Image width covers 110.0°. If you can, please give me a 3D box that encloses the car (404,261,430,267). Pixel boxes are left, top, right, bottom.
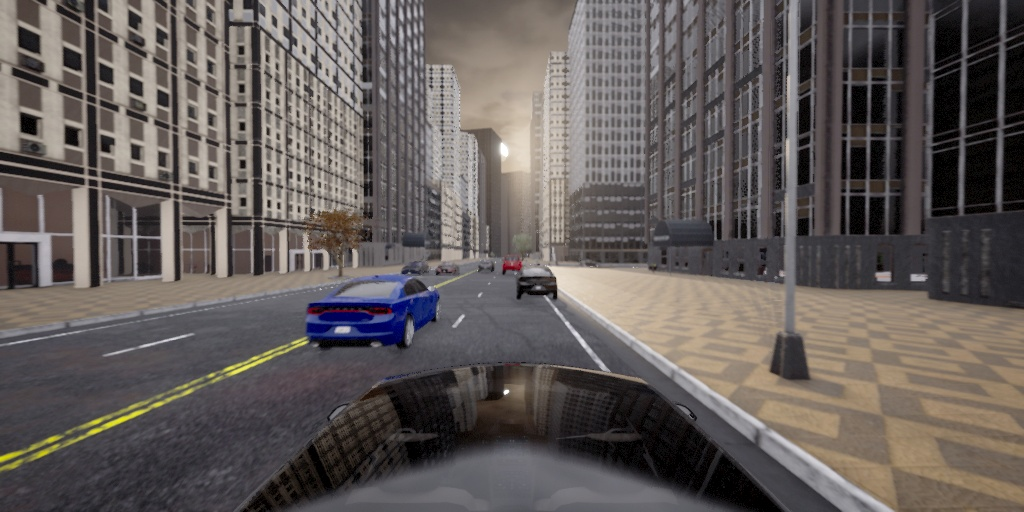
[{"bbox_3d":[-9.836,1.262,37.037,2.033,1.411,5.357,0,0,0],"label":"car"}]

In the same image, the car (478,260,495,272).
[{"bbox_3d":[-3.148,1.198,45.132,2.128,1.511,4.902,0,0,0],"label":"car"}]

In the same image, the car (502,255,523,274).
[{"bbox_3d":[0.036,0.932,39.592,2.150,2.045,5.566,0,0,1],"label":"car"}]

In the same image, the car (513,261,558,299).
[{"bbox_3d":[1.138,1.212,17.947,1.882,1.535,5.008,0,0,0],"label":"car"}]

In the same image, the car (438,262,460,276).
[{"bbox_3d":[-6.584,1.279,36.932,1.994,1.385,4.181,0,0,0],"label":"car"}]

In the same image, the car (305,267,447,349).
[{"bbox_3d":[-3.149,1.220,9.146,1.882,1.535,5.008,0,0,0],"label":"car"}]
